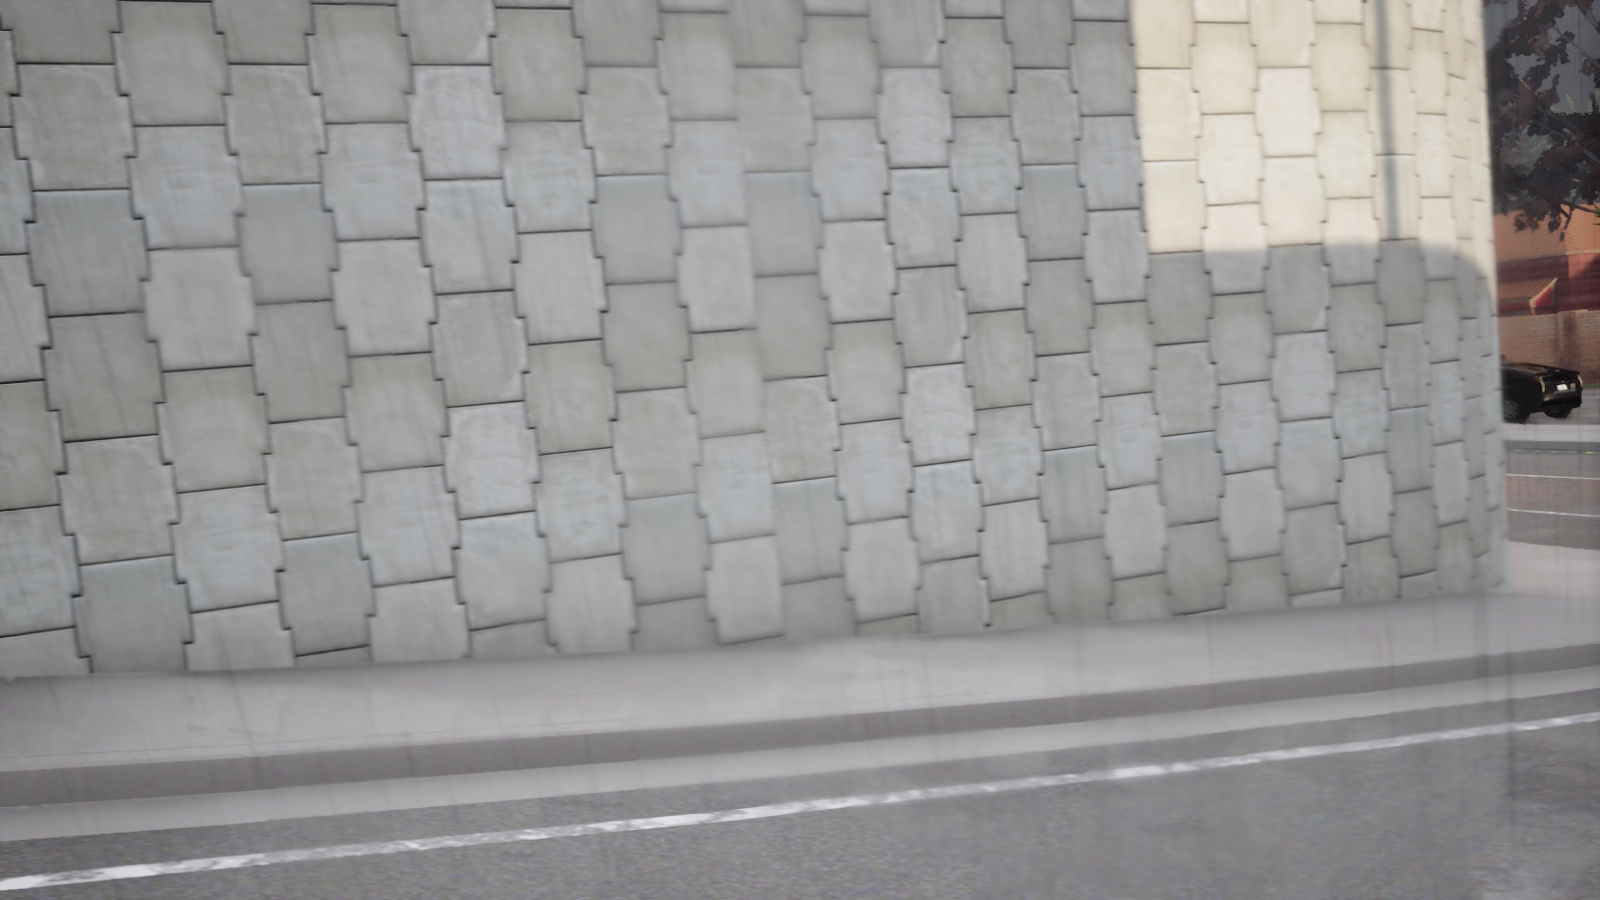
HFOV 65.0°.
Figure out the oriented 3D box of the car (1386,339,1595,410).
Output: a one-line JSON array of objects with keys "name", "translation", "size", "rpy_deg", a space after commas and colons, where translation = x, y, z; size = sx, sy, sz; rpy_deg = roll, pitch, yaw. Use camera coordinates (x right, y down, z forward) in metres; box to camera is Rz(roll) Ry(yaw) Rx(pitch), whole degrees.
[{"name": "car", "translation": [18.151, -1.942, 33.274], "size": [2.007, 1.525, 4.514], "rpy_deg": [-7, 4, -22]}]
